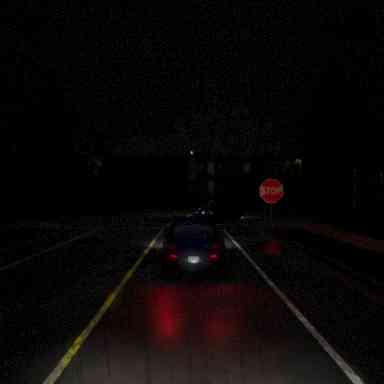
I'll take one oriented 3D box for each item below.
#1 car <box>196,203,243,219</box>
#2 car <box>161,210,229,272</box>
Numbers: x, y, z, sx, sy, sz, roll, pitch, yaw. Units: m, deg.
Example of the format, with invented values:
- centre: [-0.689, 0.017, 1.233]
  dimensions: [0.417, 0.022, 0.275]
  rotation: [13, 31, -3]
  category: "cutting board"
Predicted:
- centre: [2.155, 1.535, 26.139]
  dimensions: [2.033, 1.411, 5.357]
  rotation: [0, 0, 32]
  category: "car"
- centre: [0.061, 1.526, 10.708]
  dimensions: [1.812, 1.442, 4.674]
  rotation: [0, 0, 0]
  category: "car"
